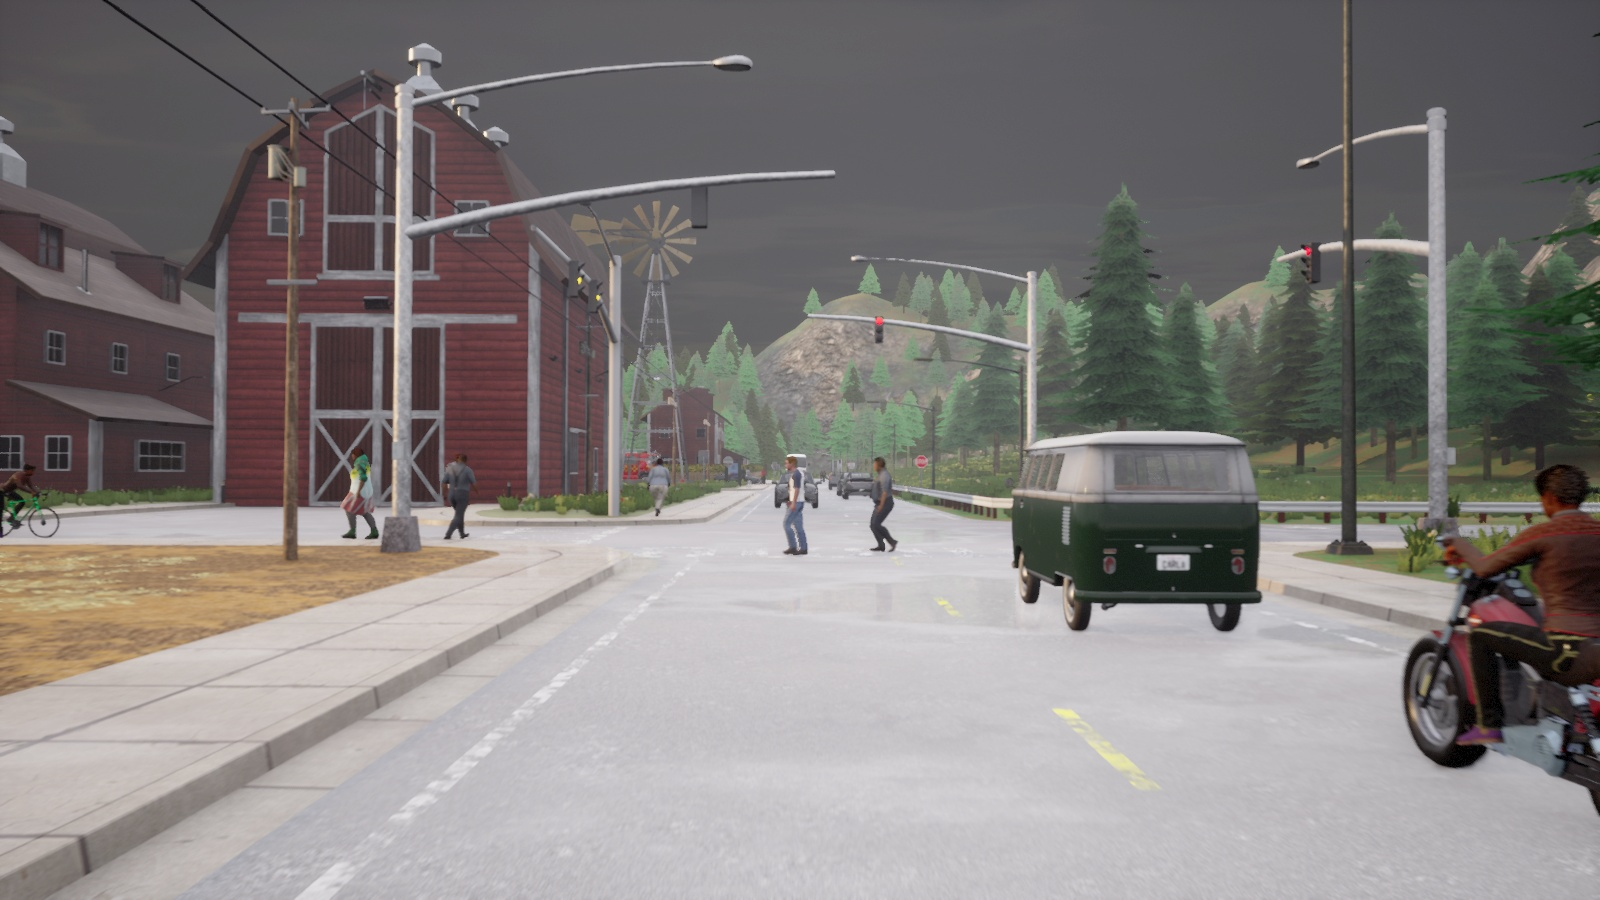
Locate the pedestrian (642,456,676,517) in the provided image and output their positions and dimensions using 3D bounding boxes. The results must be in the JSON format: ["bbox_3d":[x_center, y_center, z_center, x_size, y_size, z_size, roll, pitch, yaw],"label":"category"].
[{"bbox_3d":[-4.343,1.132,38.744,0.874,1.855,0.900,0,-1,3],"label":"pedestrian"}]

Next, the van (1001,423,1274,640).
[{"bbox_3d":[3.465,0.784,13.782,1.775,1.987,4.442,0,-1,0],"label":"van"}]

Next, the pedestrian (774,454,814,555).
[{"bbox_3d":[-0.108,0.986,22.998,0.706,1.836,0.354,0,-1,6],"label":"pedestrian"}]

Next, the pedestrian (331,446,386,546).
[{"bbox_3d":[-8.740,0.902,24.889,0.873,1.952,0.659,0,-1,-4],"label":"pedestrian"}]

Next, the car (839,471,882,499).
[{"bbox_3d":[3.330,1.934,70.258,2.128,1.511,4.902,0,-1,0],"label":"car"}]

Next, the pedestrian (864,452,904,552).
[{"bbox_3d":[1.575,0.976,23.579,0.694,1.848,0.540,0,-1,-1],"label":"pedestrian"}]

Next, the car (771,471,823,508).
[{"bbox_3d":[-0.131,1.677,54.074,2.128,1.511,4.902,0,-1,0],"label":"car"}]

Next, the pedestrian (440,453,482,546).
[{"bbox_3d":[-6.854,0.989,25.400,0.540,1.848,0.694,-1,-1,16],"label":"pedestrian"}]

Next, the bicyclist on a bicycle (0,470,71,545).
[{"bbox_3d":[-17.033,1.263,27.596,1.656,1.620,0.582,0,0,-1],"label":"bicyclist on a bicycle"}]

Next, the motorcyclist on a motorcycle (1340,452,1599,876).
[{"bbox_3d":[3.485,0.852,6.012,0.766,1.649,2.350,0,-1,0],"label":"motorcyclist on a motorcycle"}]
